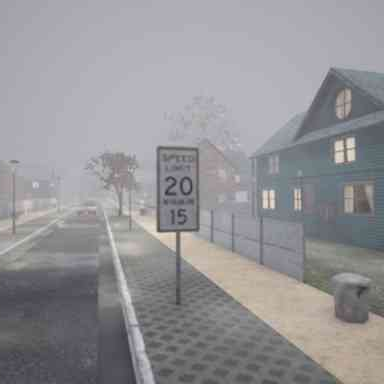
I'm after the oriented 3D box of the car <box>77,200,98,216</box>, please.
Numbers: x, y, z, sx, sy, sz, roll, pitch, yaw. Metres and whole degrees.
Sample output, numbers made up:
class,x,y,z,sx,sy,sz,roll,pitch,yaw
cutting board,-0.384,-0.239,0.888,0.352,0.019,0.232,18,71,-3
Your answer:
class,x,y,z,sx,sy,sz,roll,pitch,yaw
car,-11.468,1.840,36.433,1.895,1.301,4.718,0,0,-15

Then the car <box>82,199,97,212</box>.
class,x,y,z,sx,sy,sz,roll,pitch,yaw
car,-14.139,1.815,45.938,1.837,1.490,4.892,0,0,-15
